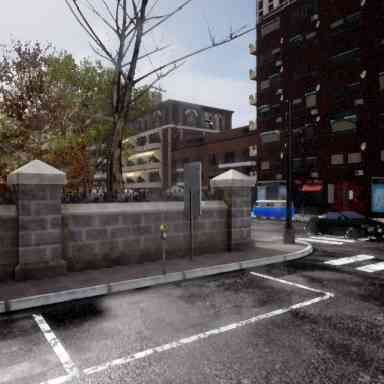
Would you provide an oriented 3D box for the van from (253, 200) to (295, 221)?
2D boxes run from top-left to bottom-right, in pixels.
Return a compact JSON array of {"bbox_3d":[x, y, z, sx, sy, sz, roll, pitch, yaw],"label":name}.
[{"bbox_3d":[7.313,1.642,30.193,1.690,1.788,3.998,-1,0,-36],"label":"van"}]

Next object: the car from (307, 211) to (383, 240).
[{"bbox_3d":[8.249,1.716,17.944,1.994,1.385,4.181,0,-1,-26],"label":"car"}]
